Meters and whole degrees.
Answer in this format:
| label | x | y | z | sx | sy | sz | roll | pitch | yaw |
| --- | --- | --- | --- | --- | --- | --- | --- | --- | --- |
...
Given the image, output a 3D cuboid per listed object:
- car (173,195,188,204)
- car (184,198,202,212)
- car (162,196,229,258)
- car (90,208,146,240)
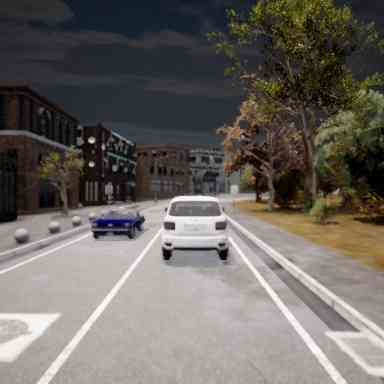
| label | x | y | z | sx | sy | sz | roll | pitch | yaw |
| --- | --- | --- | --- | --- | --- | --- | --- | --- | --- |
| car | -1.996 | 1.307 | 58.787 | 1.895 | 1.301 | 4.718 | 0 | 0 | 6 |
| car | 0.166 | 1.425 | 36.972 | 1.895 | 1.301 | 4.718 | 0 | 0 | 1 |
| car | 0.103 | 1.173 | 12.613 | 2.150 | 2.045 | 5.566 | 0 | 0 | 0 |
| car | -3.590 | 1.530 | 16.839 | 1.895 | 1.301 | 4.718 | 0 | 0 | 0 |
